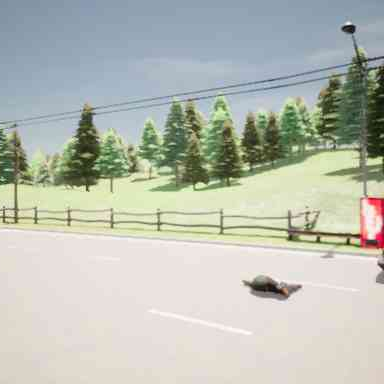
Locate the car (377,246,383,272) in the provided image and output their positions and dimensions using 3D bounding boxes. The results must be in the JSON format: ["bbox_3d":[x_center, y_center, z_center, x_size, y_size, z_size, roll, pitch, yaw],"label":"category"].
[{"bbox_3d":[6.869,1.568,7.464,4.718,1.301,1.895,-1,0,36],"label":"car"}]
